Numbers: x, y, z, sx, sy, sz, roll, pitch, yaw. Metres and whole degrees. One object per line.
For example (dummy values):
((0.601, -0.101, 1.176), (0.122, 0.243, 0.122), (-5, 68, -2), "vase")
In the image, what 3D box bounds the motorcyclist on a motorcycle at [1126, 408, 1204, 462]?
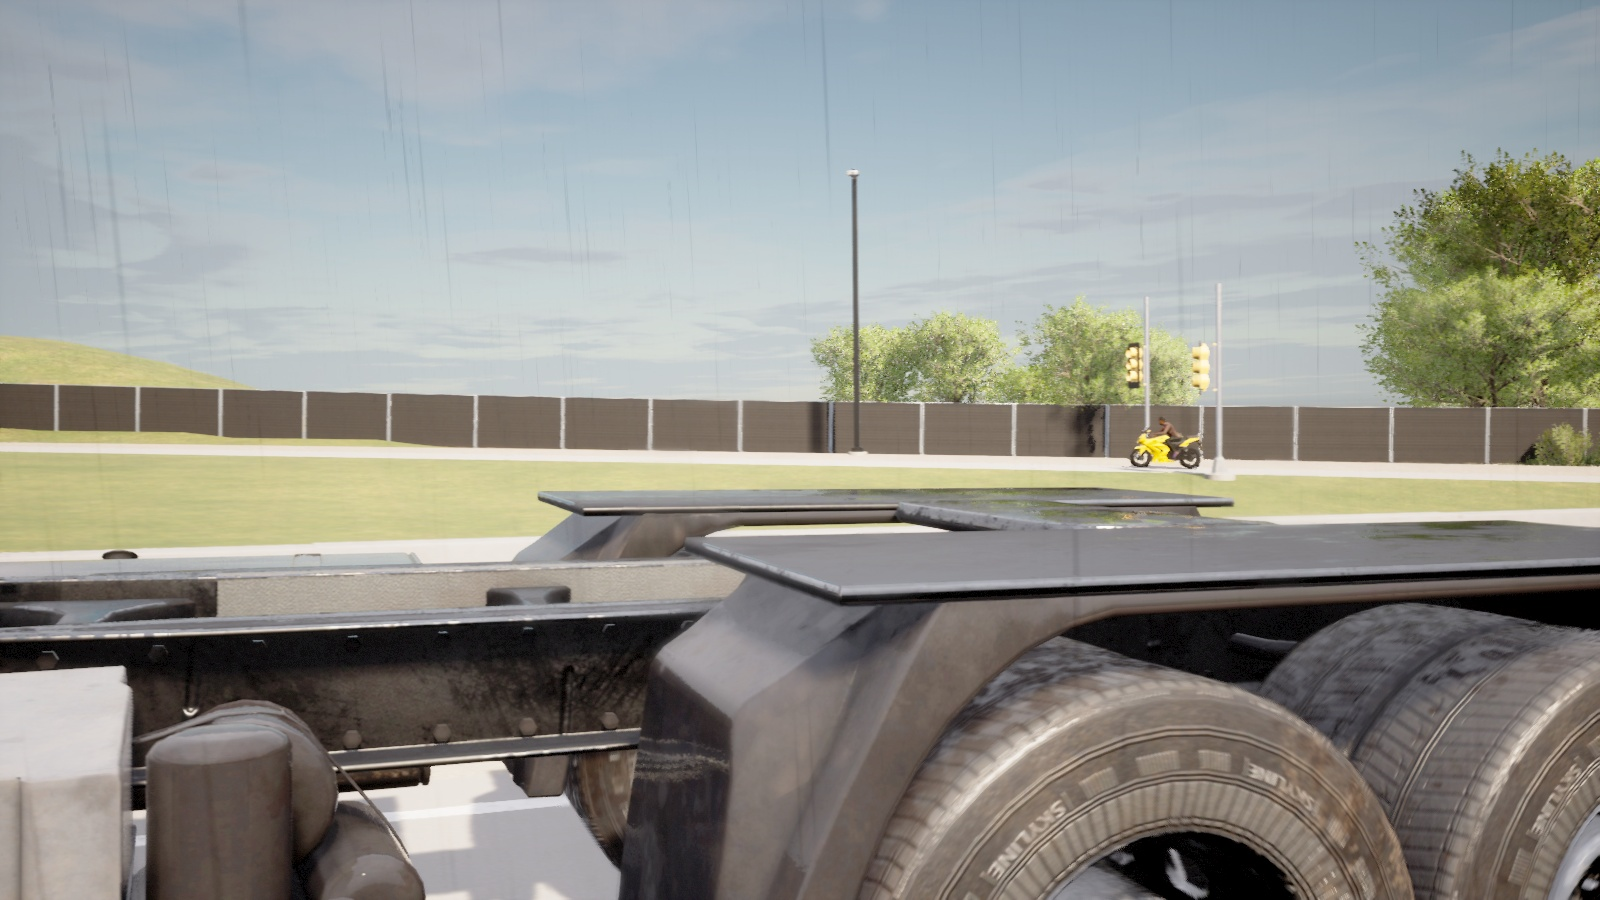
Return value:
((10.488, -0.438, 36.131), (2.044, 1.523, 0.797), (0, 2, 6), "motorcyclist on a motorcycle")

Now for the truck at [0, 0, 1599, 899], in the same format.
((-1.332, -0.213, 2.721), (7.936, 3.462, 2.891), (-1, 1, -21), "truck")
